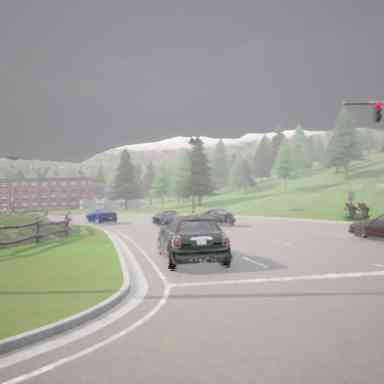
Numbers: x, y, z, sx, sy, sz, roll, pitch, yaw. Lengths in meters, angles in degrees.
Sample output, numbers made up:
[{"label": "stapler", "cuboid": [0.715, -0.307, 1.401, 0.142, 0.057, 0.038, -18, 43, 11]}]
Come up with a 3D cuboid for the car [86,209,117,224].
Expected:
[{"label": "car", "cuboid": [-9.627, 2.532, 35.136, 1.882, 1.535, 5.008, 0, -2, -37]}]

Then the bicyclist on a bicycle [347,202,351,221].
[{"label": "bicyclist on a bicycle", "cuboid": [14.348, 1.695, 28.326, 1.656, 1.620, 0.582, -1, -1, -19]}]

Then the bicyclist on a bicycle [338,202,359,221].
[{"label": "bicyclist on a bicycle", "cuboid": [13.910, 1.734, 29.588, 1.656, 1.620, 0.582, -1, -1, -19]}]

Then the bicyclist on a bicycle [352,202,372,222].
[{"label": "bicyclist on a bicycle", "cuboid": [14.491, 1.682, 27.905, 1.656, 1.620, 0.582, -1, -1, -19]}]

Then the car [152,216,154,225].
[{"label": "car", "cuboid": [-2.158, 2.334, 29.760, 1.994, 1.385, 4.181, 0, -2, -26]}]

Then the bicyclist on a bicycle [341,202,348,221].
[{"label": "bicyclist on a bicycle", "cuboid": [14.057, 1.721, 29.168, 1.656, 1.620, 0.582, -1, -1, -19]}]

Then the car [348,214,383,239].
[{"label": "car", "cuboid": [10.227, 1.737, 16.311, 2.033, 1.411, 5.357, -1, -1, -16]}]

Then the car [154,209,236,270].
[{"label": "car", "cuboid": [-0.082, 1.666, 12.537, 2.097, 1.767, 4.553, -1, -1, -10]}]
